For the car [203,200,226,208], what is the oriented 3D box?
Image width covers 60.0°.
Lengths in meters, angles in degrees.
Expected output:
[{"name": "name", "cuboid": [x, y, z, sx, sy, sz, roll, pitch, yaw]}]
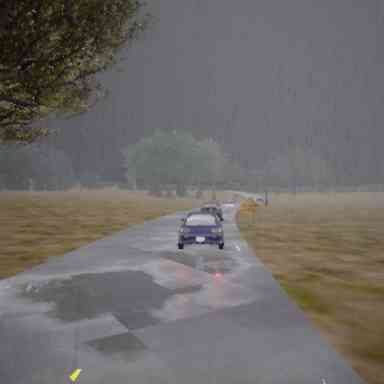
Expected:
[{"name": "car", "cuboid": [1.761, 1.681, 29.393, 1.837, 1.490, 4.892, 0, 0, 7]}]

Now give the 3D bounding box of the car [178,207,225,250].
[{"name": "car", "cuboid": [0.440, 1.579, 14.540, 1.812, 1.442, 4.674, 0, 0, 3]}]

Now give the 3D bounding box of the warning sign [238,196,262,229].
[{"name": "warning sign", "cuboid": [3.500, 1.205, 20.062, 1.300, 1.860, 1.060, 1, 0, 5]}]

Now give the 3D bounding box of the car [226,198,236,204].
[{"name": "car", "cuboid": [8.814, 2.064, 76.348, 2.128, 1.511, 4.902, 0, 0, 17]}]
